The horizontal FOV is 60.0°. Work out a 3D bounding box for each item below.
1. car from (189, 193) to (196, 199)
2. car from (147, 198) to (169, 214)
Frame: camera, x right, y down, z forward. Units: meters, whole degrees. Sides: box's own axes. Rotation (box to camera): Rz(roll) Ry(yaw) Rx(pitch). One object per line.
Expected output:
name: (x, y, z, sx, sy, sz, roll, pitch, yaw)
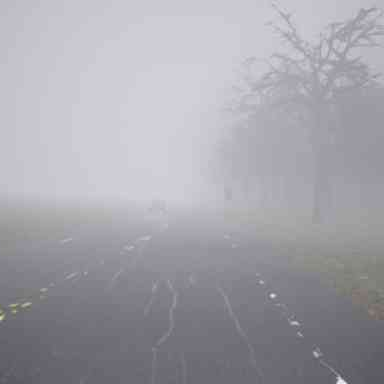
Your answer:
car: (0.048, 1.137, 95.231, 1.994, 1.385, 4.181, 0, 1, 0)
car: (-3.483, 1.376, 34.643, 1.812, 1.442, 4.674, 0, 0, 0)
